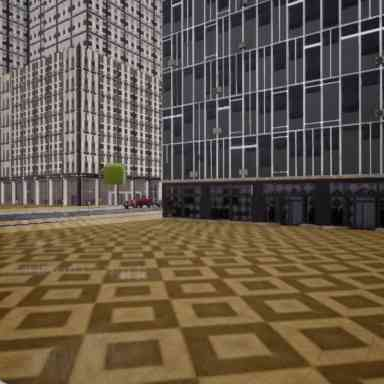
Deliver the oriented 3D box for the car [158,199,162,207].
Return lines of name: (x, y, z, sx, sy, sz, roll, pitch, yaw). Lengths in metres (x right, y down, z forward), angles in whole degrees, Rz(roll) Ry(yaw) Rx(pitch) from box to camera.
car: (-4.679, 1.763, 54.092, 1.947, 1.339, 4.313, 0, 0, 35)

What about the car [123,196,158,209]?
car: (-7.912, 1.493, 49.403, 2.192, 1.841, 5.009, -1, -1, 35)
